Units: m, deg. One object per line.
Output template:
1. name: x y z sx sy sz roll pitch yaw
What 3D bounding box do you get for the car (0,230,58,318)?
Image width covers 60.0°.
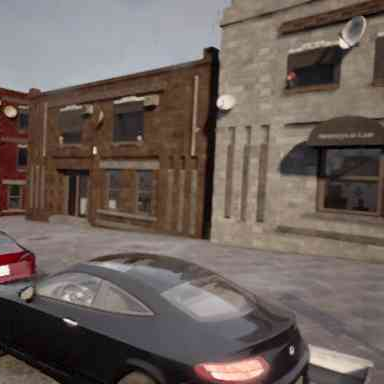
1. car: -5.421 1.503 7.455 4.792 1.488 2.163 0 0 36
